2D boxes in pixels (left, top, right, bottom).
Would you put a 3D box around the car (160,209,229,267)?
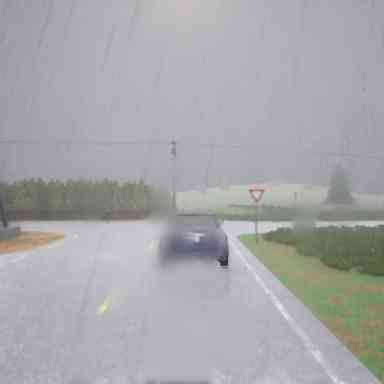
[{"bbox_3d":[0.081,1.411,11.836,2.097,1.767,4.553,0,0,0],"label":"car"}]
